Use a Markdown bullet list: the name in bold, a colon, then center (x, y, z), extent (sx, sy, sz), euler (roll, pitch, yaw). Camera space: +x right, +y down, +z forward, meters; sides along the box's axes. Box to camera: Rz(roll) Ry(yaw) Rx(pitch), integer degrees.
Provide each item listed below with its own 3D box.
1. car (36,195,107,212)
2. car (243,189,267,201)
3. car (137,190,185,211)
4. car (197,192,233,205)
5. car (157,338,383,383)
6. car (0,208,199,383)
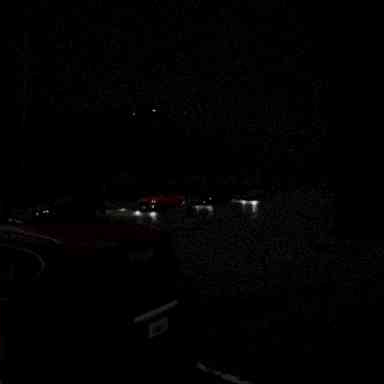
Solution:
- **car**: center (-7.854, 1.011, 21.844), extent (1.837, 1.490, 4.892), euler (1, 2, 35)
- **car**: center (8.554, 0.370, 44.812), extent (1.812, 1.442, 4.674), euler (1, 2, 37)
- **car**: center (-2.654, 0.642, 29.132), extent (2.097, 1.767, 4.553), euler (1, 2, 35)
- **car**: center (2.563, 0.679, 36.451), extent (1.895, 1.301, 4.718), euler (1, 2, 35)
- **car**: center (2.152, 1.572, 1.264), extent (4.313, 1.339, 1.947), euler (0, 1, 36)
- **car**: center (-2.246, 1.292, 4.398), extent (5.009, 1.841, 2.192), euler (0, 1, 36)
